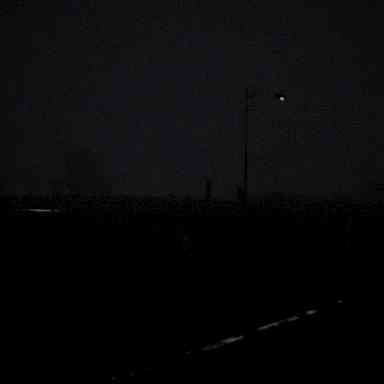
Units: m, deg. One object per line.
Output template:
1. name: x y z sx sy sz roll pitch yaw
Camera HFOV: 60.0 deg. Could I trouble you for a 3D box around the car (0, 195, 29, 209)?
1. car: -19.307 1.017 35.081 4.718 1.301 1.895 1 0 33
